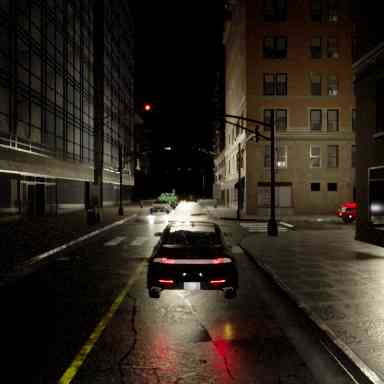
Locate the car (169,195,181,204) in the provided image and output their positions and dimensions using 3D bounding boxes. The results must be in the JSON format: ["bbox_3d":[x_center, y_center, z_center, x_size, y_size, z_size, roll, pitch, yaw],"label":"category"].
[{"bbox_3d":[-3.224,1.449,63.990,2.128,1.511,4.902,0,0,0],"label":"car"}]

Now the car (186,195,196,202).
[{"bbox_3d":[-0.197,1.472,75.682,2.128,1.511,4.902,0,0,0],"label":"car"}]

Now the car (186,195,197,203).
[{"bbox_3d":[-0.072,1.308,65.989,2.097,1.767,4.553,0,0,0],"label":"car"}]

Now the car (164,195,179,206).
[{"bbox_3d":[-3.210,1.317,53.618,2.097,1.767,4.553,0,0,0],"label":"car"}]

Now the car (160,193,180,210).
[{"bbox_3d":[-3.190,1.194,43.714,2.150,2.045,5.566,0,0,1],"label":"car"}]

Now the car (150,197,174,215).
[{"bbox_3d":[-3.184,1.506,34.260,1.812,1.442,4.674,0,0,0],"label":"car"}]

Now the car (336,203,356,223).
[{"bbox_3d":[13.032,1.174,23.027,5.566,2.045,2.150,0,0,-1],"label":"car"}]

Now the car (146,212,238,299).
[{"bbox_3d":[0.024,1.490,8.460,2.128,1.511,4.902,0,0,1],"label":"car"}]
